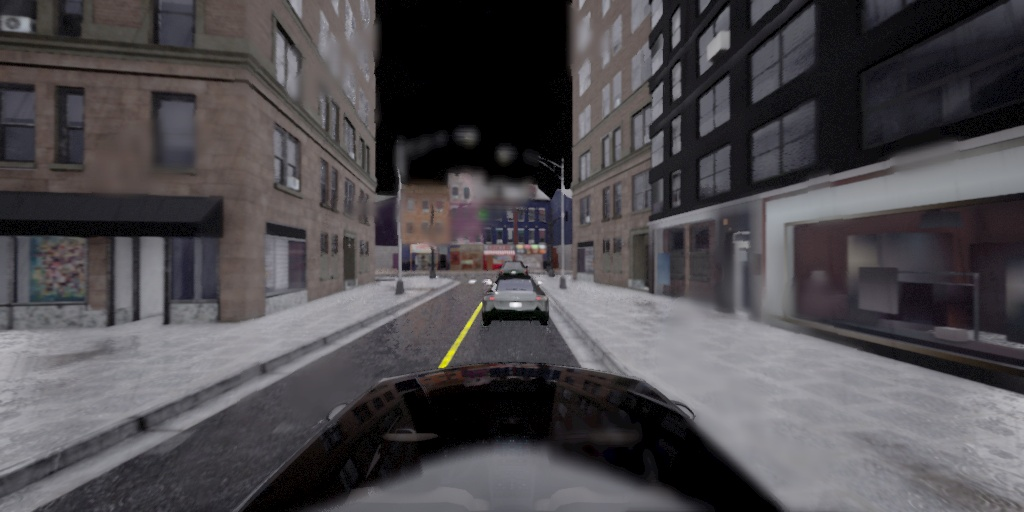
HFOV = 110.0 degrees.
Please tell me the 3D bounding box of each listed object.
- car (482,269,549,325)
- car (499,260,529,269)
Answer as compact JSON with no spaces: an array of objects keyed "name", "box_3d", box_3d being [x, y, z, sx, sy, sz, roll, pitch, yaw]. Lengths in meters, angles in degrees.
[{"name":"car","box_3d":[0.099,1.312,11.857,1.994,1.385,4.181,0,0,0]},{"name":"car","box_3d":[0.112,1.096,25.444,2.097,1.767,4.553,0,0,0]}]
